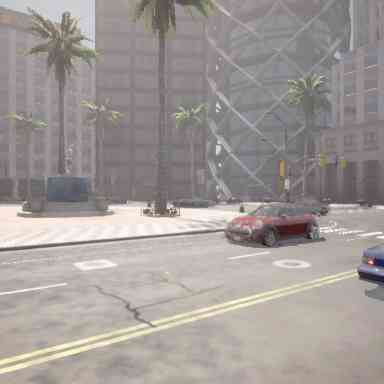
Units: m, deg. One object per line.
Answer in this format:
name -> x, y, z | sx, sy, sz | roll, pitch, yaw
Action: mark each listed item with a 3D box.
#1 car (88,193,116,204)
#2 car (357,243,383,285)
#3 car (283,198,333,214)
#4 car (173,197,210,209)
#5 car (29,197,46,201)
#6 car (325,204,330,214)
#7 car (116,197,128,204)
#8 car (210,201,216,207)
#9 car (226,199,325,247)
car -> -16.104, 1.224, 55.457 | 5.566, 2.045, 2.150 | 0, 0, 4
car -> 6.233, 1.547, 8.220 | 5.357, 1.411, 2.033 | 0, 0, -35
car -> 12.645, 1.492, 36.566 | 2.128, 1.511, 4.902 | 0, 0, -37
car -> -0.309, 1.601, 46.092 | 4.718, 1.301, 1.895 | 0, 0, 34
car -> -27.950, 1.564, 61.657 | 4.181, 1.385, 1.994 | 0, 0, -10
car -> 11.204, 1.564, 32.631 | 1.994, 1.385, 4.181 | 0, 0, -36
car -> -14.594, 1.600, 62.433 | 4.718, 1.301, 1.895 | 0, 0, 6
car -> 1.388, 1.525, 49.100 | 4.674, 1.442, 1.812 | 0, 0, 35
car -> 3.711, 1.352, 15.227 | 4.553, 1.767, 2.097 | 0, 0, -36
